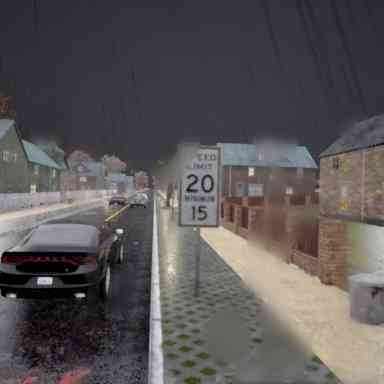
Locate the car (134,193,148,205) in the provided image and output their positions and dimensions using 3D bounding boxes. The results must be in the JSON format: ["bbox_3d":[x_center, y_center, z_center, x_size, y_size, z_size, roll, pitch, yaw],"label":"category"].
[{"bbox_3d":[-7.335,0.970,48.291,1.812,1.442,4.674,2,0,-6],"label":"car"}]

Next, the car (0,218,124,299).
[{"bbox_3d":[-2.825,1.365,8.230,1.882,1.535,5.008,2,0,-6],"label":"car"}]

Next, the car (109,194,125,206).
[{"bbox_3d":[-9.497,0.973,42.905,2.033,1.411,5.357,2,0,-6],"label":"car"}]

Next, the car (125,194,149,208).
[{"bbox_3d":[-6.198,1.102,38.659,2.033,1.411,5.357,2,0,-6],"label":"car"}]
